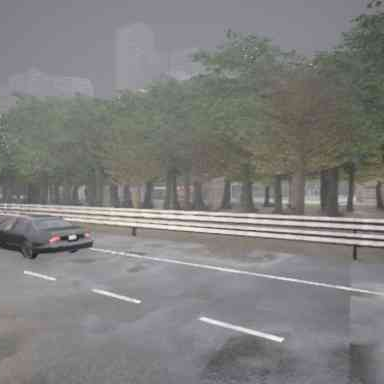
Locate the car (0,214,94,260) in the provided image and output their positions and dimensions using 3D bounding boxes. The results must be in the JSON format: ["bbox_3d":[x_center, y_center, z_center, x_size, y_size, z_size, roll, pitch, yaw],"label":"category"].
[{"bbox_3d":[-5.995,1.552,12.457,5.357,1.411,2.033,0,0,36],"label":"car"}]
